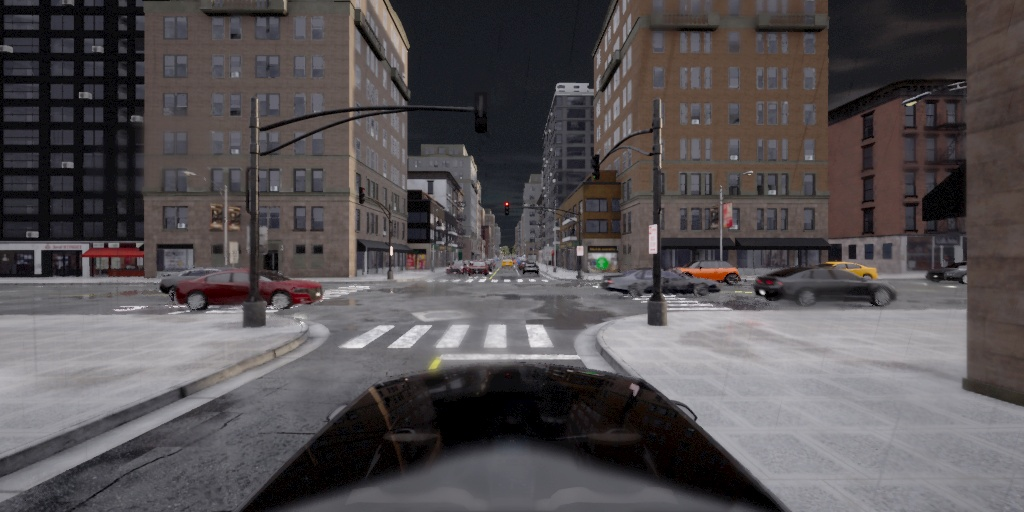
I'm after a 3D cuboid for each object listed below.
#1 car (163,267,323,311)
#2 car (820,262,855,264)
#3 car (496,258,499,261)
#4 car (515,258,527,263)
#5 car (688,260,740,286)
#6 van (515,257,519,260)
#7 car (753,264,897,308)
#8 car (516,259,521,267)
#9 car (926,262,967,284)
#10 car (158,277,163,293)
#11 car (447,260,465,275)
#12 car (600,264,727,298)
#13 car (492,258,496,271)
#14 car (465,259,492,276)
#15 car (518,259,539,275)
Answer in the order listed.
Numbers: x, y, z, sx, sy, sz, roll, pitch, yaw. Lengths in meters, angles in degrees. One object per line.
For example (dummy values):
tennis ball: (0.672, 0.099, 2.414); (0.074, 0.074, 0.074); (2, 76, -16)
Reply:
car: (-10.105, 1.252, 14.025); (5.008, 1.535, 1.882); (0, 0, -1)
car: (21.796, 1.142, 24.380); (5.008, 1.535, 1.882); (0, 0, -1)
car: (-3.598, 1.424, 57.524); (1.895, 1.301, 4.718); (0, 0, 0)
car: (1.887, 1.386, 56.188); (1.948, 1.339, 4.313); (0, 0, 0)
car: (12.692, 1.054, 24.263); (4.553, 1.767, 2.097); (0, 0, -1)
van: (1.846, 1.173, 61.698); (1.690, 1.789, 3.998); (0, 0, 0)
car: (12.381, 1.190, 14.308); (4.892, 1.490, 1.837); (0, 0, -1)
car: (1.928, 1.391, 50.677); (1.802, 1.307, 4.207); (0, 0, 0)
car: (31.361, 1.128, 24.495); (4.892, 1.490, 1.837); (0, 0, -1)
car: (-14.015, 1.288, 17.357); (4.902, 1.511, 2.128); (0, 0, -3)
car: (-6.015, 1.229, 39.596); (1.967, 1.591, 4.097); (0, 0, 0)
car: (7.090, 1.260, 17.496); (5.357, 1.411, 2.033); (0, 0, -1)
car: (-3.533, 1.308, 47.384); (1.837, 1.490, 4.892); (0, 0, 0)
car: (-3.464, 1.265, 37.790); (1.882, 1.535, 5.008); (0, 0, 0)
car: (2.010, 1.355, 39.655); (1.948, 1.339, 4.313); (0, 0, 0)
